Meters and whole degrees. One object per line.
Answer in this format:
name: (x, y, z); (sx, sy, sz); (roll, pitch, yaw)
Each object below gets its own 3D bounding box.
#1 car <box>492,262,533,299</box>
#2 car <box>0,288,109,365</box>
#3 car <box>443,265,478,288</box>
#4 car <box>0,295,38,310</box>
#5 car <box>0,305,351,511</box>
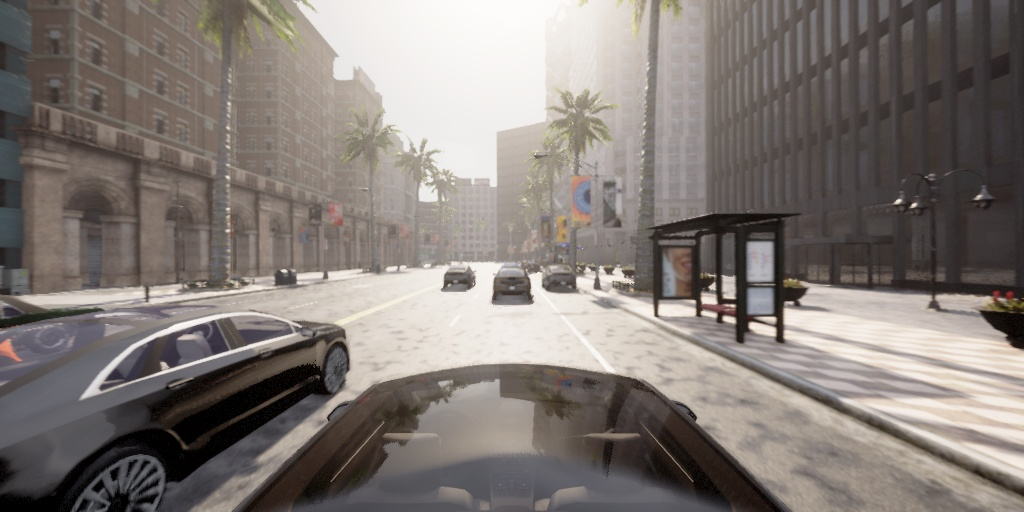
car: (-0.010, 1.301, 18.759); (1.882, 1.535, 5.008); (0, 0, 0)
car: (-10.594, 1.405, 6.219); (1.895, 1.301, 4.718); (0, 0, 0)
car: (-3.550, 1.367, 24.883); (1.837, 1.490, 4.892); (0, 0, 0)
car: (-7.095, 1.128, 2.429); (2.097, 1.767, 4.553); (0, 0, 0)
car: (-3.474, 1.262, 3.763); (2.128, 1.511, 4.902); (0, 0, 0)
